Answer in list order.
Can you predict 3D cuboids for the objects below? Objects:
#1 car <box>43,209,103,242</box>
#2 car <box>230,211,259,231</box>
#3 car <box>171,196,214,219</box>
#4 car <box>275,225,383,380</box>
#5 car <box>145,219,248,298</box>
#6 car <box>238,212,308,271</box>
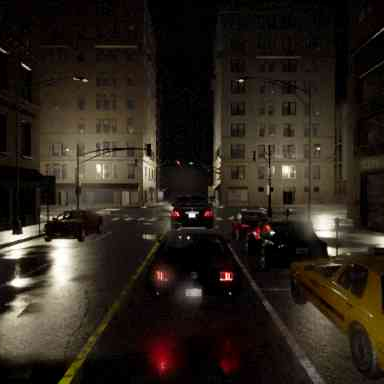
[{"bbox_3d":[-5.674,1.538,16.290,1.887,1.381,4.507,-1,0,0],"label":"car"},{"bbox_3d":[2.872,1.575,16.287,1.802,1.307,4.206,-1,0,0],"label":"car"},{"bbox_3d":[0.003,1.214,18.448,2.150,2.045,5.566,0,0,0],"label":"car"},{"bbox_3d":[2.864,1.523,5.285,1.752,1.417,4.829,-1,0,0],"label":"car"},{"bbox_3d":[0.047,1.598,8.456,1.895,1.301,4.718,0,0,0],"label":"car"},{"bbox_3d":[2.868,1.562,10.701,1.947,1.339,4.313,-1,0,0],"label":"car"}]
